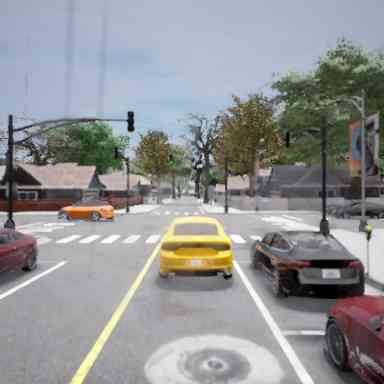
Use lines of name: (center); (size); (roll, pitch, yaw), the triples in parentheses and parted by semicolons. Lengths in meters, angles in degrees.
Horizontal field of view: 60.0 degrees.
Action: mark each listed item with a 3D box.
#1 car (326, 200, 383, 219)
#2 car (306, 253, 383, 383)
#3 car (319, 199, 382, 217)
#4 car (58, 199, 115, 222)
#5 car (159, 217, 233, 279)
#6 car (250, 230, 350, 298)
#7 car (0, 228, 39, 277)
car: (14.255, 1.518, 28.102); (4.674, 1.442, 1.812); (0, 0, 2)
car: (2.637, 1.591, 2.867); (1.802, 1.307, 4.206); (0, 0, 0)
car: (14.830, 1.489, 31.362); (4.902, 1.511, 2.128); (0, 0, 0)
car: (-8.754, 1.476, 27.482); (4.553, 1.767, 2.097); (0, 0, 20)
car: (0.101, 1.509, 10.189); (1.882, 1.535, 5.008); (0, -1, 0)
car: (2.637, 1.592, 8.386); (1.947, 1.339, 4.313); (0, 0, 0)
car: (-5.388, 1.607, 8.384); (1.802, 1.307, 4.206); (0, 0, 0)
